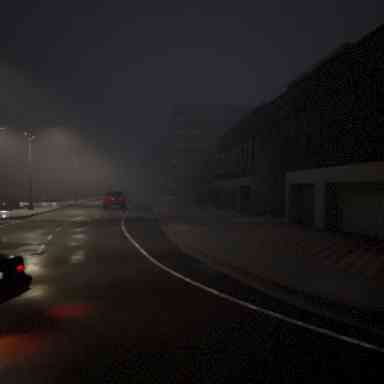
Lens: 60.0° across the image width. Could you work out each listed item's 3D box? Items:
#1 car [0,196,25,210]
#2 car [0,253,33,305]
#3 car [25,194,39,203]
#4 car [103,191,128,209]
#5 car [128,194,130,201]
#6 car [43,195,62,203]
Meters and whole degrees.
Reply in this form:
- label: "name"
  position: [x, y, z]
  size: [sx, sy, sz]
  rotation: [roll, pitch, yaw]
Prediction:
- label: "car"
  position: [-20.413, 1.209, 36.439]
  size: [1.812, 1.442, 4.674]
  rotation: [0, 1, -9]
- label: "car"
  position: [-5.766, 1.499, 6.071]
  size: [5.357, 1.411, 2.033]
  rotation: [0, 1, 10]
- label: "car"
  position: [-26.645, 1.077, 54.633]
  size: [1.994, 1.385, 4.181]
  rotation: [0, 1, -8]
- label: "car"
  position: [-8.873, 0.847, 38.255]
  size: [2.150, 2.045, 5.566]
  rotation: [0, 1, -9]
- label: "car"
  position: [-12.344, 0.998, 61.117]
  size: [1.895, 1.301, 4.718]
  rotation: [0, 1, -9]
- label: "car"
  position: [-23.238, 1.094, 55.488]
  size: [1.895, 1.301, 4.718]
  rotation: [0, 1, -8]
